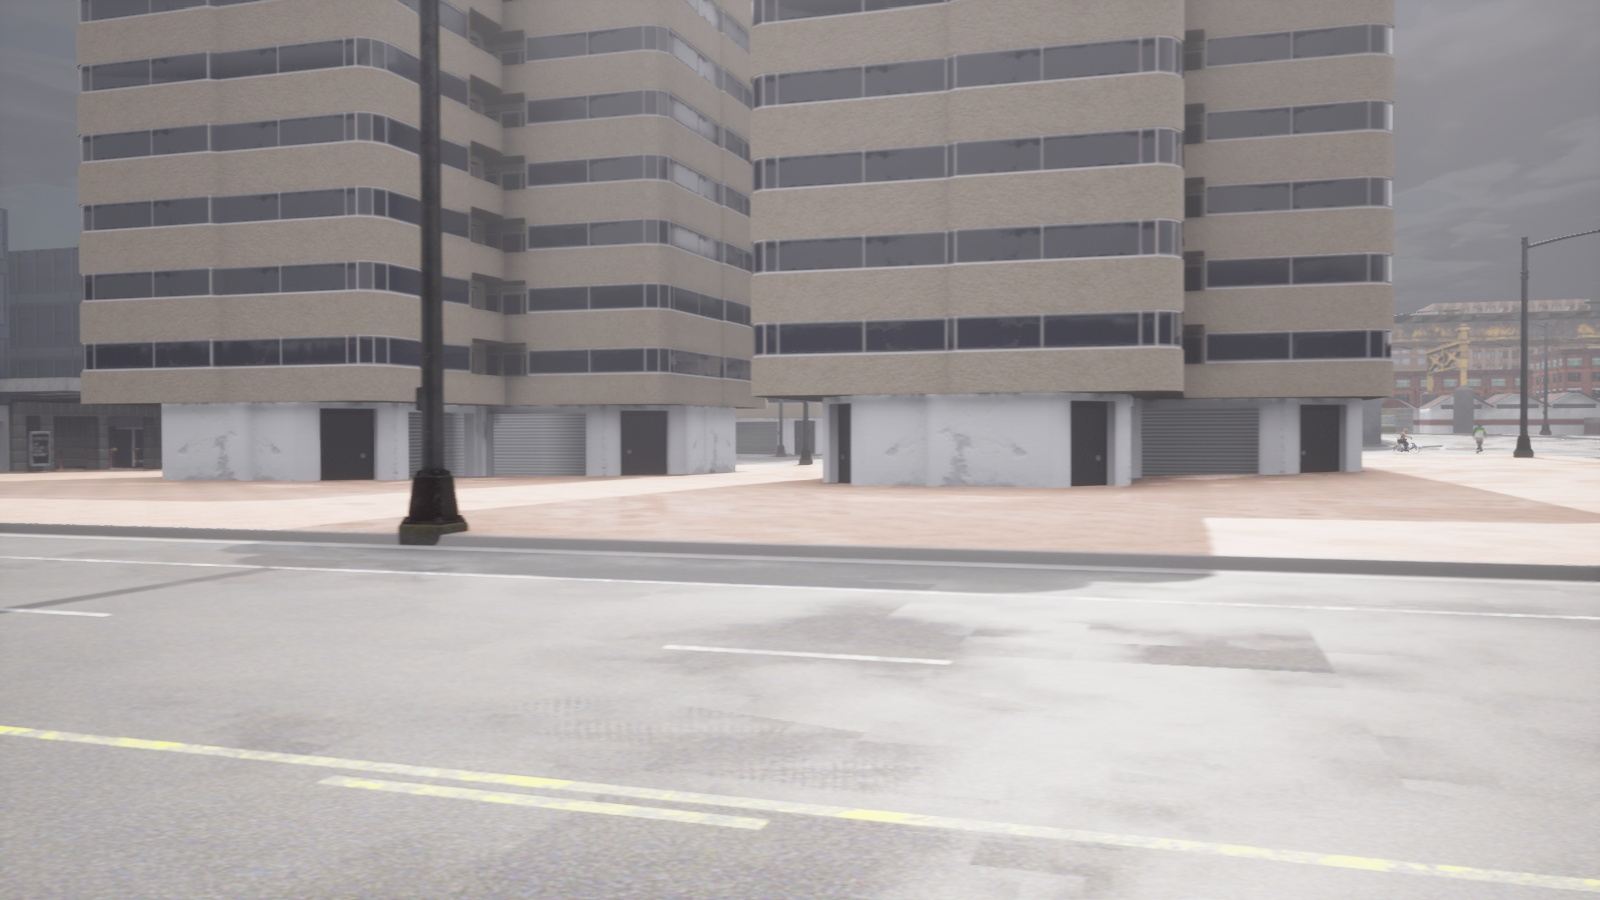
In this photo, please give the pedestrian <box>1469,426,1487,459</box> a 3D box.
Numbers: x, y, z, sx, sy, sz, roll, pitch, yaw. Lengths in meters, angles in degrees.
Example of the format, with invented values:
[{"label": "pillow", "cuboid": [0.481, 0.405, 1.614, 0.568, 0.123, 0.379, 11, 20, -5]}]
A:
[{"label": "pedestrian", "cuboid": [41.116, -0.454, 76.184, 0.659, 1.952, 0.873, 0, 1, 5]}]
